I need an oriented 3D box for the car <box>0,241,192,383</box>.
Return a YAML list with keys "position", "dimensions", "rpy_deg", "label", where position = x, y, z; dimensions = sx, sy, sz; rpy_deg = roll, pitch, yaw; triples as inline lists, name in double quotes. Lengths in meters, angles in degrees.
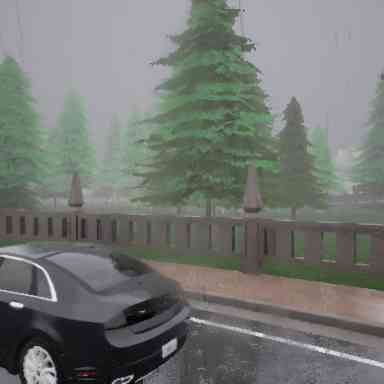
- position: [-2.362, 1.506, 4.941]
  dimensions: [4.892, 1.490, 1.837]
  rpy_deg: [0, -1, 29]
  label: "car"
